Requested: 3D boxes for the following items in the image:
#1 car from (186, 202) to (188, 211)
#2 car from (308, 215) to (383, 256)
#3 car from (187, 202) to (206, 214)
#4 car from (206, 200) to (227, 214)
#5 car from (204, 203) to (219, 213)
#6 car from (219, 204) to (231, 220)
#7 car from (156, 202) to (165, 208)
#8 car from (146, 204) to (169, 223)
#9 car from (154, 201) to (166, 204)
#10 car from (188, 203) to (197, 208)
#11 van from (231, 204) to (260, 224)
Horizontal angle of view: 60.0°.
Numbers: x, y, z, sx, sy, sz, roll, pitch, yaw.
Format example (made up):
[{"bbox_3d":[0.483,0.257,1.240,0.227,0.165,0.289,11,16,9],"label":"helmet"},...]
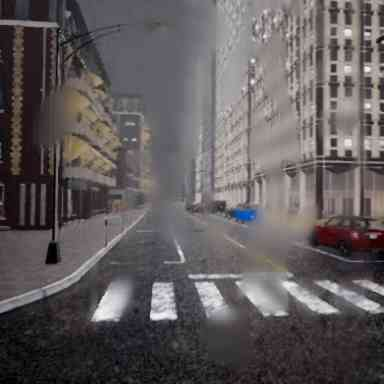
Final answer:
[{"bbox_3d":[0.053,2.798,59.395,1.994,1.385,4.181,1,-1,-5],"label":"car"},{"bbox_3d":[6.702,1.758,14.534,1.967,1.590,4.097,1,-1,-5],"label":"car"},{"bbox_3d":[0.872,2.588,50.284,2.033,1.411,5.357,1,-1,-5],"label":"car"},{"bbox_3d":[3.931,2.293,49.959,2.150,2.045,5.566,1,-1,-5],"label":"car"},{"bbox_3d":[3.342,2.717,56.897,1.837,1.490,4.892,1,-1,-5],"label":"car"},{"bbox_3d":[4.674,2.338,37.030,2.008,1.369,4.403,1,-1,-5],"label":"car"},{"bbox_3d":[-7.725,3.195,81.277,2.008,1.369,4.403,1,-1,-5],"label":"car"},{"bbox_3d":[-3.166,2.117,30.657,2.008,1.369,4.403,1,-1,-5],"label":"car"},{"bbox_3d":[-6.203,2.596,64.409,2.192,1.841,5.009,1,-1,-5],"label":"car"},{"bbox_3d":[0.113,3.451,87.650,1.802,1.307,4.206,1,-1,-5],"label":"car"},{"bbox_3d":[5.183,2.010,31.410,1.690,1.788,3.998,1,-1,-5],"label":"van"}]
